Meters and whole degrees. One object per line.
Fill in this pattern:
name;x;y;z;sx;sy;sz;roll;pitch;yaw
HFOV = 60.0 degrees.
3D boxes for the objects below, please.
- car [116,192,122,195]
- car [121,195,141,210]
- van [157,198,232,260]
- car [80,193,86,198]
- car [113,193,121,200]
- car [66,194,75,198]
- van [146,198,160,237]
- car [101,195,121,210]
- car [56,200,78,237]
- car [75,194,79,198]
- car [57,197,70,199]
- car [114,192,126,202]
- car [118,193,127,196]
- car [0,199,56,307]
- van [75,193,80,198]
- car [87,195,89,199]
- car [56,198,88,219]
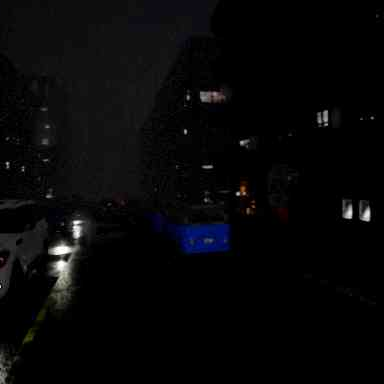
car;-12.666;1.047;60.704;2.192;1.841;5.009;-2;1;-15
car;-7.014;1.389;39.021;1.802;1.307;4.206;-2;1;-15
van;0.033;1.244;11.910;1.690;1.788;3.998;-2;1;-15
car;-22.183;1.184;64.046;2.192;1.841;5.009;-2;1;-15
car;-18.577;1.121;82.135;1.801;1.575;5.366;-1;0;-15
car;-16.513;1.384;42.367;1.967;1.590;4.097;-2;1;-15
van;-1.378;1.225;17.332;1.690;1.788;3.998;-2;1;-15
car;-10.307;1.408;41.443;1.994;1.385;4.181;-1;0;-15
car;-7.450;1.463;17.736;1.882;1.535;5.008;-1;0;-14
car;-17.921;1.476;47.790;2.008;1.369;4.403;-2;1;-15
car;-15.098;1.545;36.947;1.802;1.307;4.206;-2;1;-15
car;-15.487;1.009;71.547;2.192;1.841;5.009;-2;1;-15
car;-9.880;1.294;50.028;1.752;1.417;4.829;-2;1;-15
car;-4.931;1.241;8.037;2.150;2.045;5.566;-1;0;-15
van;-19.338;1.248;53.209;1.690;1.788;3.998;-2;1;-15
car;-27.827;1.377;85.732;1.802;1.307;4.206;-2;1;-15
car;-9.964;1.514;27.488;1.994;1.385;4.181;-1;0;-14
